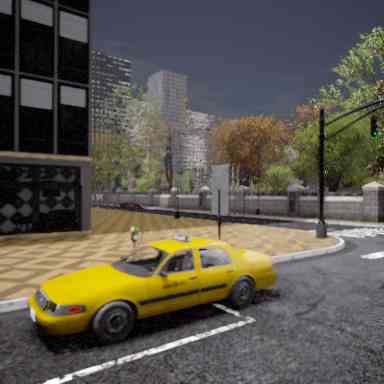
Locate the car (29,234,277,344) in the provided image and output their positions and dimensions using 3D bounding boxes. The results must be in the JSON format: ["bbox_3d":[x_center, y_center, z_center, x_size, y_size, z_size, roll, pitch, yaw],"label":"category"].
[{"bbox_3d":[-0.429,1.532,6.411,4.829,1.417,1.752,0,0,-36],"label":"car"}]

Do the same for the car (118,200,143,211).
[{"bbox_3d":[-7.863,1.702,42.460,1.994,1.385,4.181,0,0,-34],"label":"car"}]
